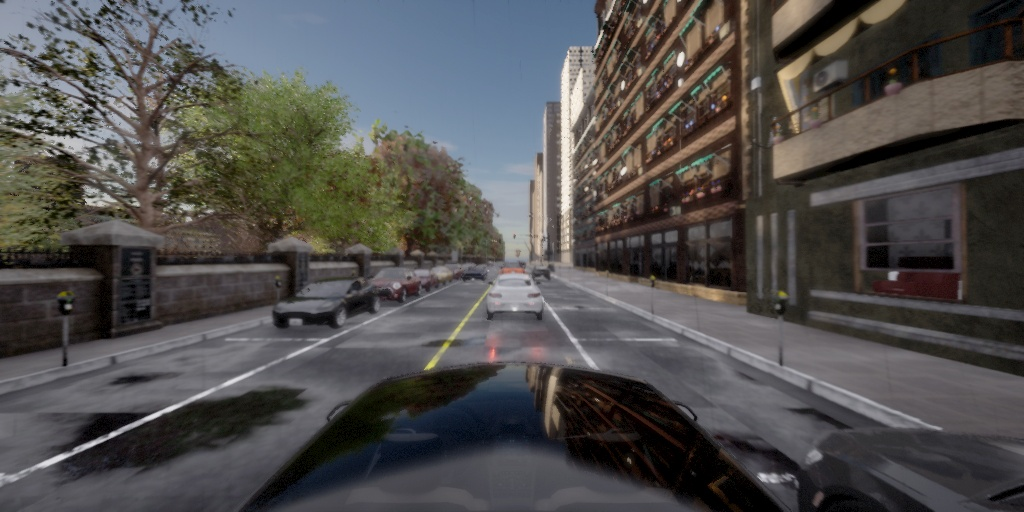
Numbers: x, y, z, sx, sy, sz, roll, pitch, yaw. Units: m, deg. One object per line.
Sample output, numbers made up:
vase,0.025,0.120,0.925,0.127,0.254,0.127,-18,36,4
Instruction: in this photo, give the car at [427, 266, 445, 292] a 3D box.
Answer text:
car,-5.694,1.476,22.696,1.802,1.307,4.207,0,0,0

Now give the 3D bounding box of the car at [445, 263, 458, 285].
car,-5.695,1.459,28.064,1.751,1.417,4.829,0,0,0

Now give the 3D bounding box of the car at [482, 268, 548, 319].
car,0.092,1.353,13.071,1.812,1.442,4.674,0,0,0

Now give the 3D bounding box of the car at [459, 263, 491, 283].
car,-3.104,1.554,30.878,1.895,1.301,4.718,0,0,0

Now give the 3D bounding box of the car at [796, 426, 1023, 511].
car,2.689,1.293,0.545,2.007,1.370,4.403,0,0,0

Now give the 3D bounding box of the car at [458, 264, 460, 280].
car,-5.696,1.413,33.773,1.967,1.591,4.097,0,0,0

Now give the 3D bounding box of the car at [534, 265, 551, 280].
car,2.684,1.525,33.776,2.007,1.370,4.403,0,0,0

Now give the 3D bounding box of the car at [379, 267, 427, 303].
car,-5.694,1.295,17.157,1.967,1.591,4.097,0,0,0

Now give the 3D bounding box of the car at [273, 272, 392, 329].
car,-5.693,1.383,11.619,1.948,1.339,4.313,0,0,0

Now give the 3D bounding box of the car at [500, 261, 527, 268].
car,0.088,1.299,29.967,2.097,1.767,4.553,0,0,0
